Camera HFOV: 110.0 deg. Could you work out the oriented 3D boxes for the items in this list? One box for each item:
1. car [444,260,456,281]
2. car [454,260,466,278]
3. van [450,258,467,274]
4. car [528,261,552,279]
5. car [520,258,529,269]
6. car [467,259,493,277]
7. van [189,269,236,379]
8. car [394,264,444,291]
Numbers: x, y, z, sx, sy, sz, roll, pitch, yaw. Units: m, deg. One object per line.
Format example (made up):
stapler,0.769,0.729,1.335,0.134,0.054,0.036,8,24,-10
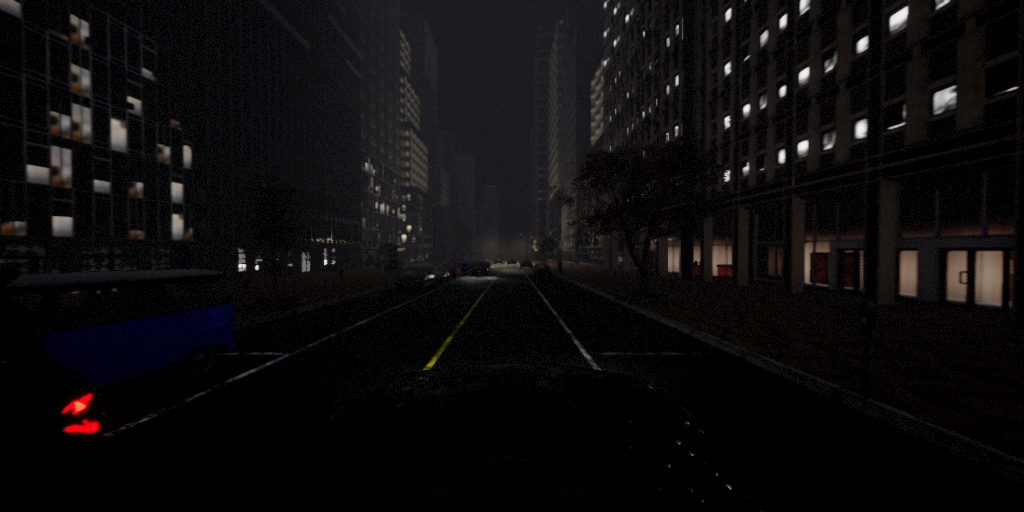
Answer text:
car,-5.692,1.275,26.950,1.751,1.417,4.829,0,0,0
car,-5.692,1.297,32.744,1.888,1.381,4.507,0,0,0
van,-5.693,1.096,38.368,1.690,1.789,3.998,0,0,0
car,2.689,1.334,32.745,1.802,1.307,4.207,0,0,0
car,2.347,1.296,58.621,1.812,1.442,4.674,0,0,0
car,-3.090,1.259,36.278,1.837,1.490,4.892,0,0,0
van,-5.690,1.090,4.619,1.690,1.789,3.998,0,0,0
car,-5.692,1.299,21.494,2.007,1.370,4.403,0,0,0
